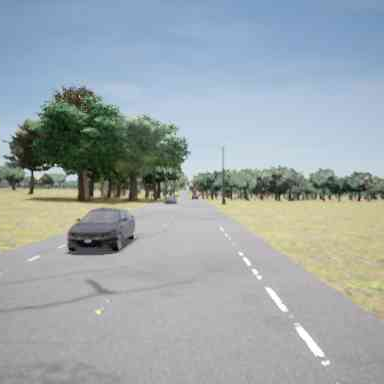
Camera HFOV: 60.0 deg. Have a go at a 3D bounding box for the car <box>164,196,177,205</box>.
[{"bbox_3d":[-3.548,1.385,55.690,1.994,1.385,4.181,0,0,0],"label":"car"}]

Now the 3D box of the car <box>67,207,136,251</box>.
[{"bbox_3d":[-3.598,1.427,13.994,1.882,1.535,5.008,0,0,0],"label":"car"}]
